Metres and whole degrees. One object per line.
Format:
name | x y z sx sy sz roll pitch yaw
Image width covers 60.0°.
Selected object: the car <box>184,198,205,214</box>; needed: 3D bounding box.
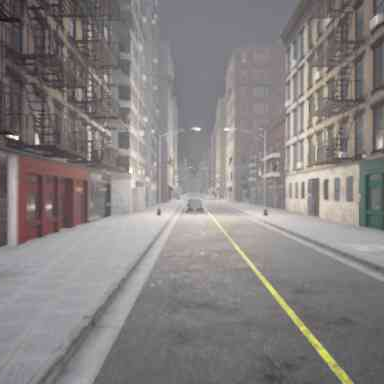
car | 0.278 1.462 35.202 1.837 1.490 4.892 0 0 0
